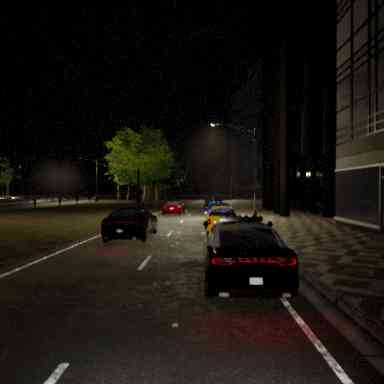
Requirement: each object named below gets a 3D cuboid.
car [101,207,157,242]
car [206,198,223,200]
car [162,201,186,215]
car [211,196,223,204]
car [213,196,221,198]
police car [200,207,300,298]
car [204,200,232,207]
[{"bbox_3d":[-2.889,1.465,16.233,1.882,1.535,5.008,0,0,2],"label":"car"},{"bbox_3d":[1.966,1.466,24.315,1.882,1.535,5.008,0,0,4],"label":"car"},{"bbox_3d":[-1.781,1.550,33.841,1.994,1.385,4.181,0,0,5],"label":"car"},{"bbox_3d":[4.744,1.503,62.848,1.837,1.490,4.892,0,0,8],"label":"car"},{"bbox_3d":[2.597,1.538,44.693,2.033,1.411,5.357,0,0,7],"label":"car"},{"bbox_3d":[1.248,1.418,8.642,1.930,1.638,5.238,0,0,2],"label":"police car"},{"bbox_3d":[1.646,1.444,18.589,1.801,1.575,5.366,0,0,3],"label":"car"}]
